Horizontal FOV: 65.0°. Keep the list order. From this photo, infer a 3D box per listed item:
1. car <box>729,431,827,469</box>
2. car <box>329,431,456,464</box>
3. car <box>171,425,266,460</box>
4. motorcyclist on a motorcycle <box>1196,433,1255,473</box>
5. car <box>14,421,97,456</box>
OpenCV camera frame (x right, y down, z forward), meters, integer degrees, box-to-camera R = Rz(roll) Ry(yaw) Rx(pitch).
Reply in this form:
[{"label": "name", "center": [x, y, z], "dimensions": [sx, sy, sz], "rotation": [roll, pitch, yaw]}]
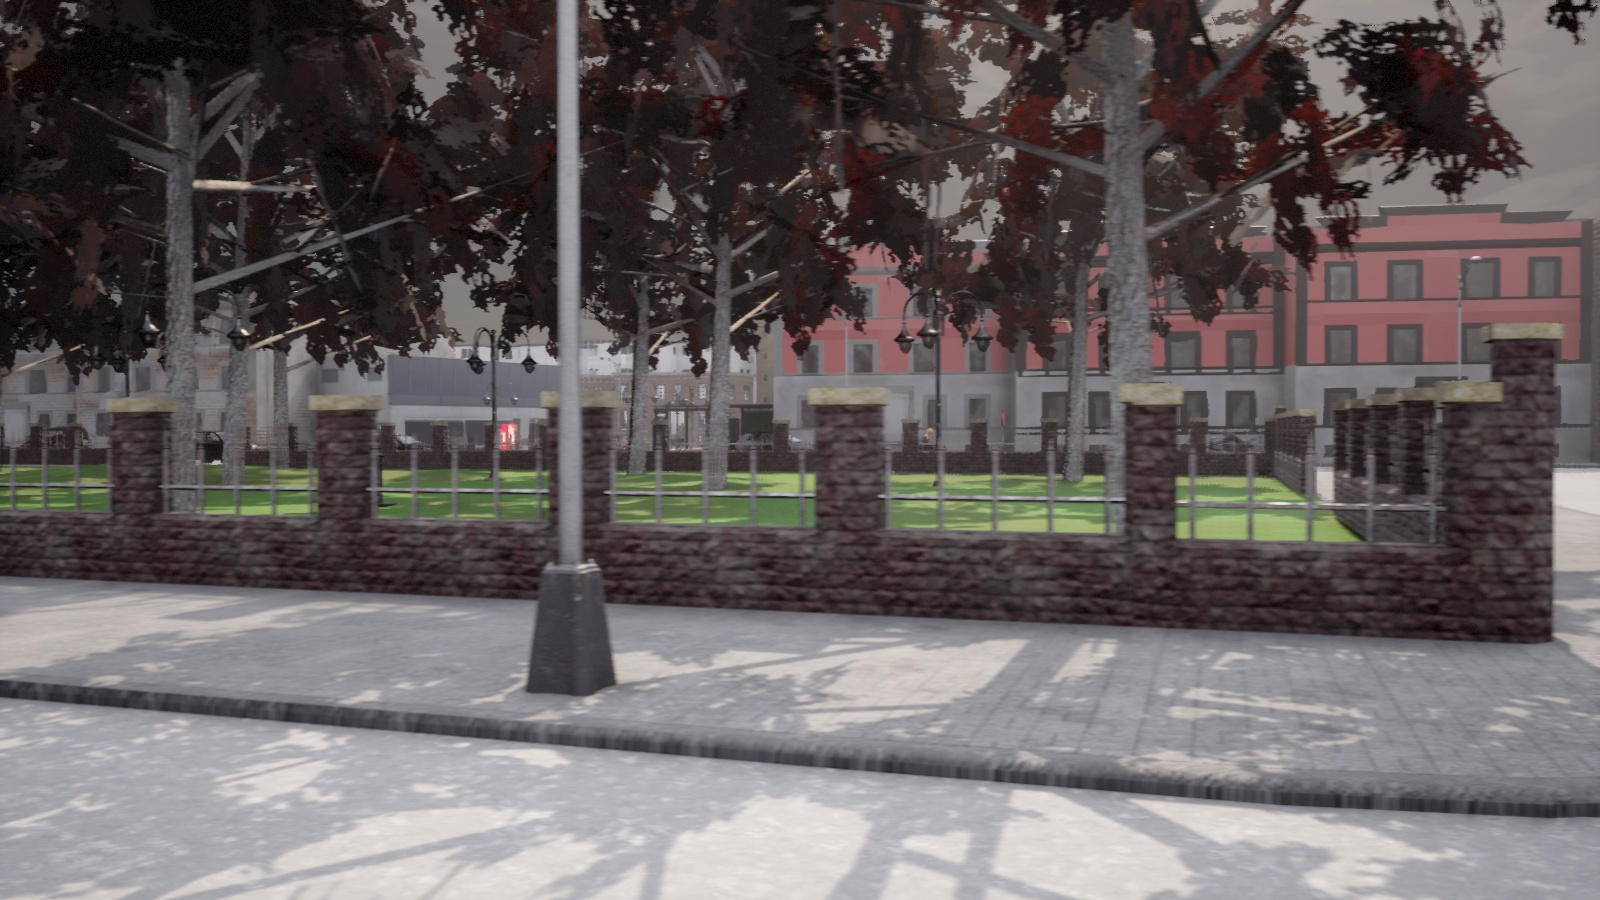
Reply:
[{"label": "car", "center": [-0.899, -0.010, 51.786], "dimensions": [3.633, 1.501, 1.845], "rotation": [1, 1, 18]}, {"label": "car", "center": [-18.734, -0.140, 57.749], "dimensions": [5.357, 1.411, 2.033], "rotation": [1, 1, 18]}, {"label": "car", "center": [-28.202, -0.377, 60.916], "dimensions": [3.988, 1.617, 1.851], "rotation": [1, 1, 18]}, {"label": "motorcyclist on a motorcycle", "center": [16.960, 0.106, 50.085], "dimensions": [2.191, 1.530, 0.866], "rotation": [1, 1, 20]}, {"label": "car", "center": [-41.169, -0.667, 69.455], "dimensions": [3.866, 1.878, 1.905], "rotation": [1, 1, 18]}]
